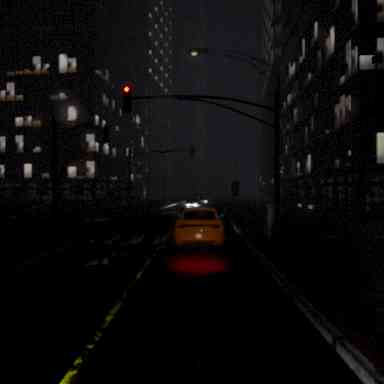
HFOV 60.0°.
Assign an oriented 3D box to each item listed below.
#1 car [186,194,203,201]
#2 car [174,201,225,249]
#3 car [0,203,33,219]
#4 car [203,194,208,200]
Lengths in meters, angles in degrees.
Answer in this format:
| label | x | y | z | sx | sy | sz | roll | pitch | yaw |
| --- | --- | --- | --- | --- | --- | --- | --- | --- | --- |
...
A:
| label | x | y | z | sx | sy | sz | roll | pitch | yaw |
| --- | --- | --- | --- | --- | --- | --- | --- | --- | --- |
| car | 0.165 | 1.054 | 54.577 | 2.128 | 1.511 | 4.902 | 0 | 1 | 7 |
| car | 0.342 | 1.374 | 14.191 | 1.882 | 1.535 | 5.008 | 0 | 1 | 2 |
| car | -16.381 | 1.643 | 29.441 | 4.403 | 1.369 | 2.008 | -1 | 1 | 10 |
| car | 2.219 | 1.010 | 70.014 | 1.895 | 1.301 | 4.718 | 0 | 1 | 8 |
